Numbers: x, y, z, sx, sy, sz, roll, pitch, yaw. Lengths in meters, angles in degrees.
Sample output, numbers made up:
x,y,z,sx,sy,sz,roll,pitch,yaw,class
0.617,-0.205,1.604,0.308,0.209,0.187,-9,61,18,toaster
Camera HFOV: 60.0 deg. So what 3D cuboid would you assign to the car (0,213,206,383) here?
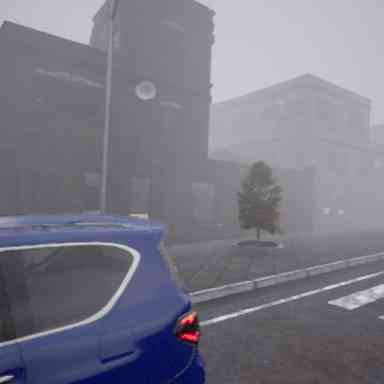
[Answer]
x,y,z,sx,sy,sz,roll,pitch,yaw,class
-2.489,1.219,1.910,5.566,2.045,2.150,0,0,-35,car
